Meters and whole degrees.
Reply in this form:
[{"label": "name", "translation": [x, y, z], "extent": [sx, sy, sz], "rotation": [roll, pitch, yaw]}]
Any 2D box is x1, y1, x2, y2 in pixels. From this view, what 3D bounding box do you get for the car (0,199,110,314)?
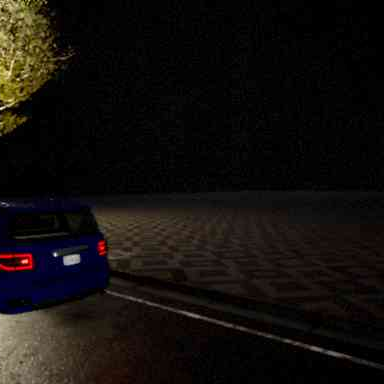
[{"label": "car", "translation": [-4.122, 1.164, 6.920], "extent": [5.566, 2.045, 2.150], "rotation": [1, 0, 35]}]
